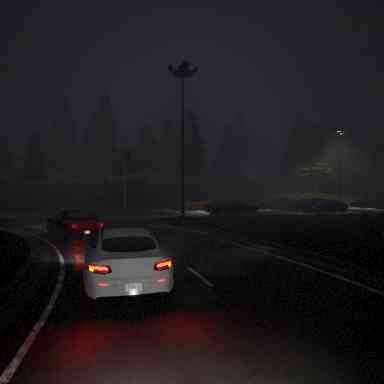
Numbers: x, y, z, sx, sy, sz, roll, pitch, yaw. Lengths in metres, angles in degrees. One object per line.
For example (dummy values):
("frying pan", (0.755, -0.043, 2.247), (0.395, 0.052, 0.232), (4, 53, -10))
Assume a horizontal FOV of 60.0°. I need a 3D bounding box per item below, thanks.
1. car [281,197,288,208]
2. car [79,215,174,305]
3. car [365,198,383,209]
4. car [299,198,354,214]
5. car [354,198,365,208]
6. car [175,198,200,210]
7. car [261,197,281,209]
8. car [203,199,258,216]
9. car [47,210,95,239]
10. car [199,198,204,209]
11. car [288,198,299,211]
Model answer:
("car", (14.312, 1.489, 42.023), (4.902, 1.511, 2.128), (0, 0, -14))
("car", (-1.664, 1.525, 8.124), (1.812, 1.442, 4.674), (0, 0, -16))
("car", (26.203, 1.561, 44.913), (4.181, 1.385, 1.994), (0, 0, -14))
("car", (14.031, 1.523, 34.782), (4.674, 1.442, 1.812), (0, 0, -14))
("car", (25.300, 1.560, 48.296), (4.181, 1.385, 1.994), (0, 0, -14))
("car", (0.366, 1.474, 42.236), (5.008, 1.535, 1.882), (0, 0, -14))
("car", (11.764, 1.474, 45.004), (5.008, 1.535, 1.882), (0, 0, -14))
("car", (3.890, 1.598, 32.292), (4.718, 1.301, 1.895), (0, 0, -14))
("car", (-6.180, 1.599, 17.414), (1.895, 1.301, 4.718), (0, 0, -35))
("car", (3.437, 1.561, 39.381), (4.181, 1.385, 1.994), (0, 0, -14))
("car", (14.149, 1.475, 38.384), (5.008, 1.535, 1.882), (0, 0, -14))
